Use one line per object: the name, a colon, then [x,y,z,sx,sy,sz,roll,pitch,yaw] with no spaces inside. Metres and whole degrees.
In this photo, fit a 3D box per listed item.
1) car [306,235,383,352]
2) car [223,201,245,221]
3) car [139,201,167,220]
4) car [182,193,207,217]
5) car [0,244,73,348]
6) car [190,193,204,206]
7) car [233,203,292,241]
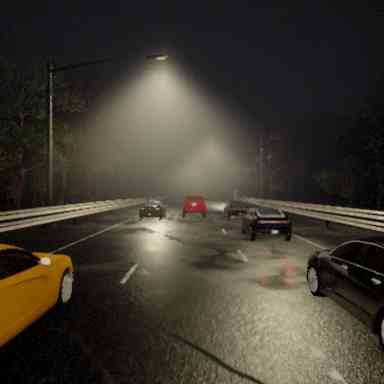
car: [3.509,1.508,5.720,1.837,1.490,4.892,0,0,0]
car: [3.690,1.494,27.629,1.882,1.535,5.008,0,0,1]
car: [-3.200,1.507,27.871,2.128,1.511,4.902,0,0,1]
car: [0.240,1.240,32.030,2.150,2.045,5.566,0,0,1]
car: [-3.386,1.480,4.918,1.882,1.535,5.008,0,0,0]
car: [0.867,1.246,56.314,2.150,2.045,5.566,0,0,2]
car: [3.572,1.503,16.675,2.128,1.511,4.902,0,0,0]
